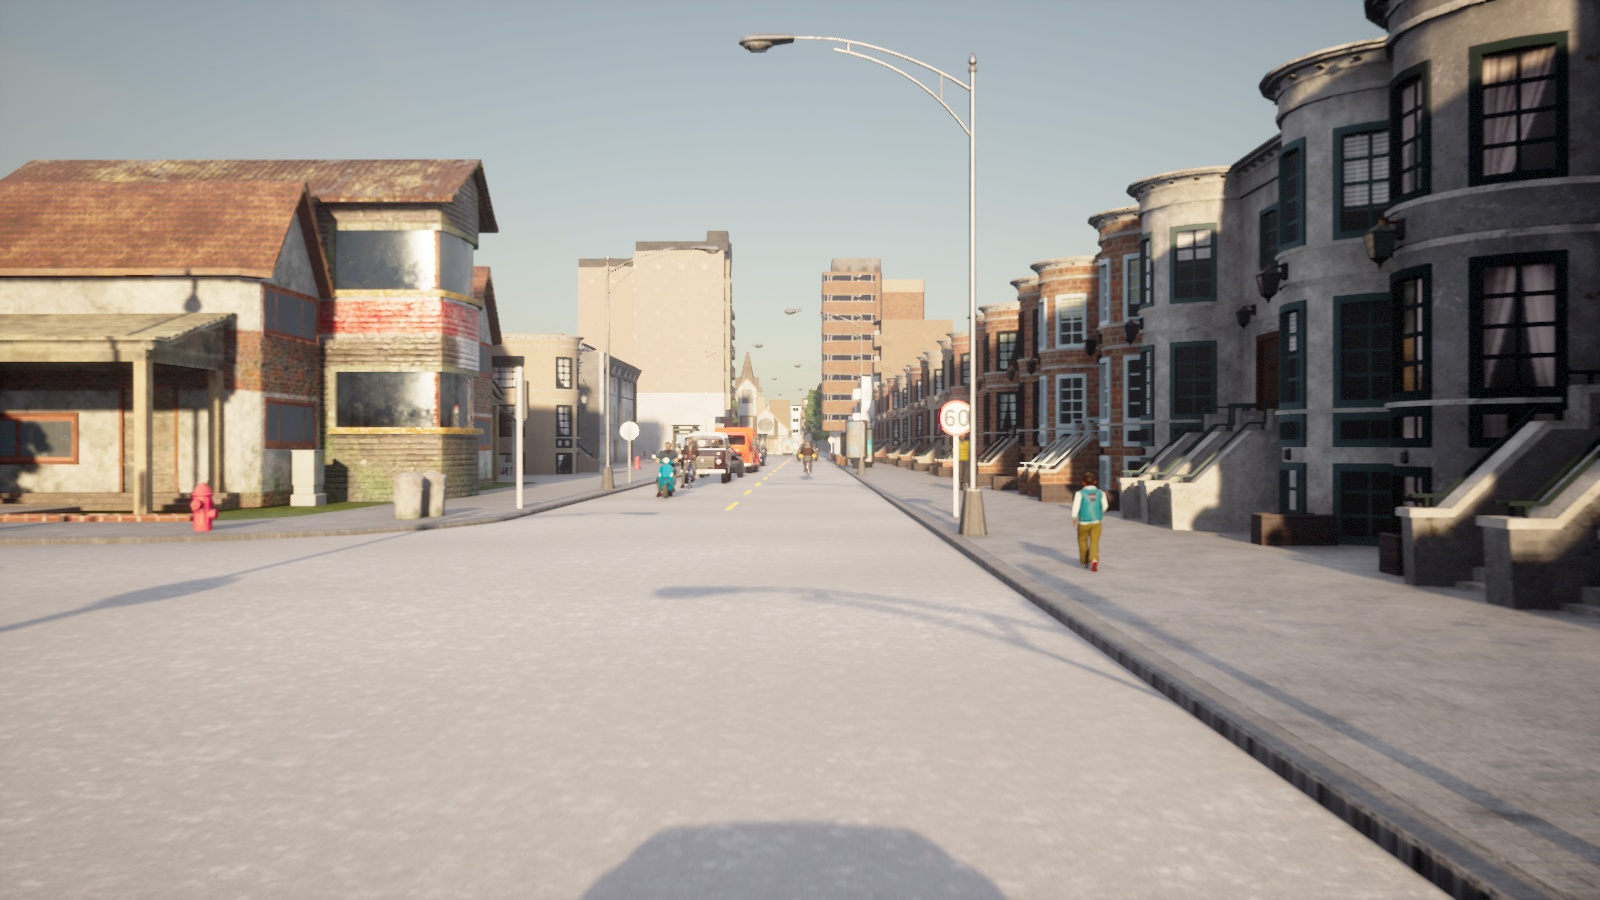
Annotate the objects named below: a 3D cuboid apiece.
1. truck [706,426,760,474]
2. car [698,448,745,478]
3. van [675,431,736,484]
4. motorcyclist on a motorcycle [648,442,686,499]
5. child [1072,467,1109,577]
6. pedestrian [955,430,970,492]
[{"bbox_3d":[-3.576,0.004,68.204,2.627,2.467,5.204,0,0,0],"label":"truck"},{"bbox_3d":[-3.643,0.585,58.841,1.994,1.385,4.181,0,0,0],"label":"car"},{"bbox_3d":[-3.692,0.278,49.854,2.069,2.038,4.480,0,0,0],"label":"van"},{"bbox_3d":[-3.777,0.561,35.810,0.866,1.590,1.817,0,0,0],"label":"motorcyclist on a motorcycle"},{"bbox_3d":[3.213,0.786,13.910,0.343,1.192,0.448,0,0,6],"label":"child"},{"bbox_3d":[4.894,0.317,37.772,0.431,1.840,0.709,0,0,6],"label":"pedestrian"}]
